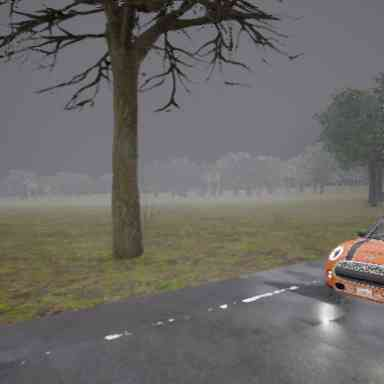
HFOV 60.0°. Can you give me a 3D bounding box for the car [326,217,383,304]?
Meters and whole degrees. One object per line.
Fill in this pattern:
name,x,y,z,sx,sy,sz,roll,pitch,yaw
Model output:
car,5.113,1.315,7.640,4.553,1.767,2.097,0,0,-35
